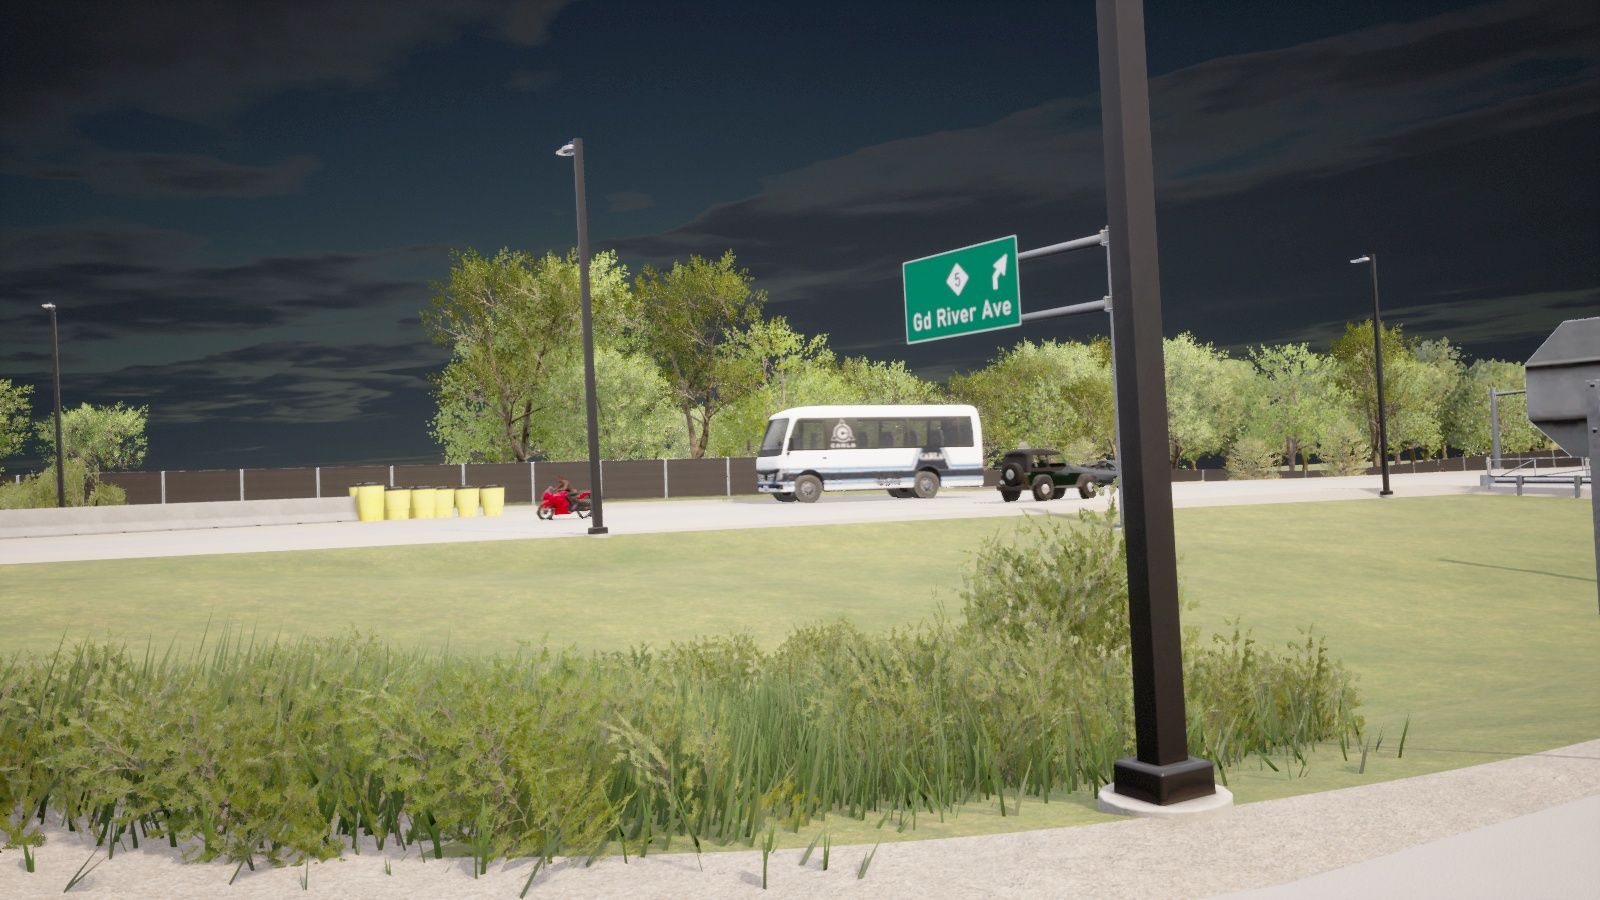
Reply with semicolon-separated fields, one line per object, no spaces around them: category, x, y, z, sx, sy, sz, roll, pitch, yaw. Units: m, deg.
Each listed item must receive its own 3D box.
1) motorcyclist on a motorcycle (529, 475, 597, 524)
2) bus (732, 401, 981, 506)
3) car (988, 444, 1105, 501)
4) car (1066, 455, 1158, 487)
motorcyclist on a motorcycle;-7.952;1.661;42.150;2.044;1.523;0.797;-2;-2;-35
bus;2.527;0.136;56.199;10.273;4.253;3.944;-2;-1;-21
car;8.904;0.814;45.319;3.866;1.878;1.905;-2;-2;-35
car;16.834;1.138;67.924;2.007;1.525;4.514;-2;-1;-35
